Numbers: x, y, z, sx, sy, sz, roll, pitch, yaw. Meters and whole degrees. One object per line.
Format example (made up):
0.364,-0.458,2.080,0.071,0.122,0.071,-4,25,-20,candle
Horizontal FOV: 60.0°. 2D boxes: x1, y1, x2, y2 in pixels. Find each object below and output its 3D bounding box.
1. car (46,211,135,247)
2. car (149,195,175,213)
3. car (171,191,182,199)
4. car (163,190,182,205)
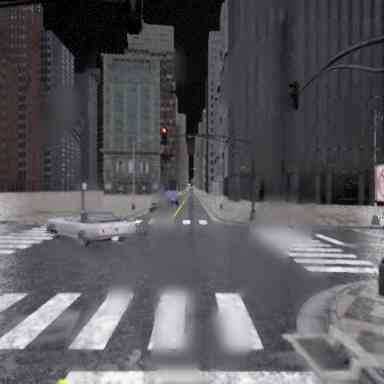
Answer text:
-4.587,1.485,14.548,4.718,1.301,1.895,1,0,45,car
-3.104,1.306,33.371,2.033,1.411,5.357,0,0,0,car
-3.009,0.627,65.188,1.882,1.535,5.008,0,0,0,car
-3.089,0.863,49.617,2.150,2.045,5.566,0,0,0,car
